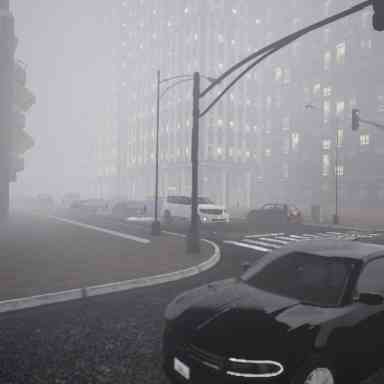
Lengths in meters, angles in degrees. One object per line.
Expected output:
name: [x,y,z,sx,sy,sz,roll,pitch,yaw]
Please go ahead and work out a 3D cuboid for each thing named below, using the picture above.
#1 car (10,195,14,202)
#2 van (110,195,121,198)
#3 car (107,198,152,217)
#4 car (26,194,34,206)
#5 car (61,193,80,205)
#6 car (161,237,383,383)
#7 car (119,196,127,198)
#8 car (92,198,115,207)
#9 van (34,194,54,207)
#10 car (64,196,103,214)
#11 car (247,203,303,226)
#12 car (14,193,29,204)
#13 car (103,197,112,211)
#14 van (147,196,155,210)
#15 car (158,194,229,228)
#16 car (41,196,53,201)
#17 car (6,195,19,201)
car: [-36.932,1.397,69.818,1.947,1.339,4.313,1,-1,-35]
van: [-10.496,1.368,47.012,1.690,1.788,3.998,1,-1,-35]
car: [-5.731,1.498,30.275,1.994,1.385,4.181,1,-1,-35]
car: [-23.869,1.433,51.382,1.802,1.307,4.206,1,-1,-35]
car: [-20.404,1.182,56.345,2.150,2.045,5.566,1,-1,-35]
car: [1.932,1.479,4.753,5.008,1.535,1.882,0,0,-35]
car: [-7.234,1.585,42.401,2.008,1.369,4.403,1,-1,-35]
car: [-13.767,1.587,51.618,1.947,1.339,4.313,1,-1,-35]
van: [-20.599,1.198,46.776,1.690,1.788,3.998,1,-1,-35]
car: [-10.805,1.427,32.948,2.008,1.369,4.403,1,-1,-35]
car: [5.831,1.505,23.966,1.967,1.590,4.097,1,-1,-35]
car: [-30.396,1.156,60.603,2.192,1.841,5.009,1,-1,-35]
car: [-11.606,1.469,38.571,2.033,1.411,5.357,1,-1,-35]
van: [-3.965,1.382,37.794,1.690,1.788,3.998,1,-1,-35]
car: [0.049,1.170,22.118,2.150,2.045,5.566,1,-1,-35]
car: [-36.627,1.571,83.879,1.802,1.307,4.206,1,-1,-35]
car: [-40.196,1.379,74.427,2.008,1.369,4.403,1,-1,-35]
